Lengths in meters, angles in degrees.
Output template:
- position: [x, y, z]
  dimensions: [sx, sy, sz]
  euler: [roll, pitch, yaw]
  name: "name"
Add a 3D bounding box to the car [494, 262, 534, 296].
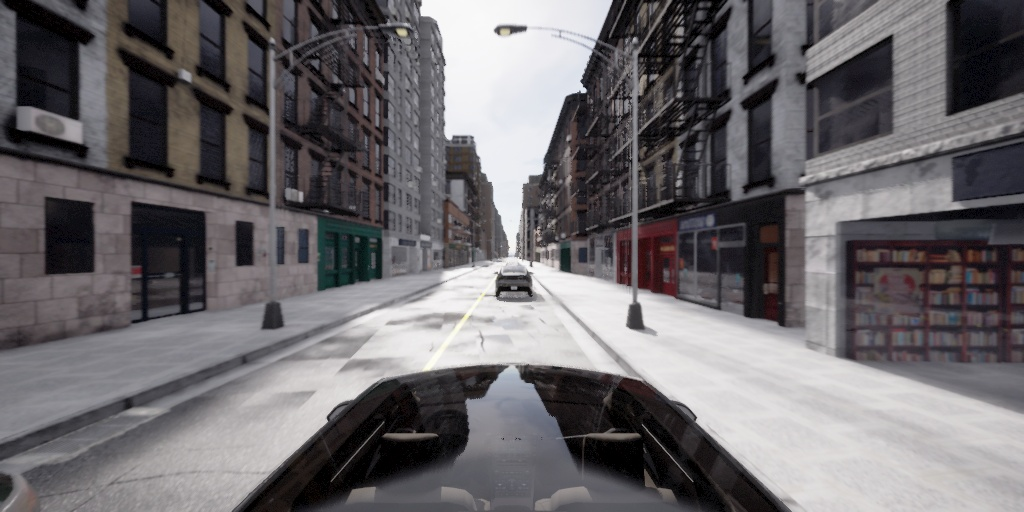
- position: [0.098, 1.256, 19.328]
  dimensions: [1.837, 1.490, 4.892]
  euler: [0, 0, 0]
  name: "car"
